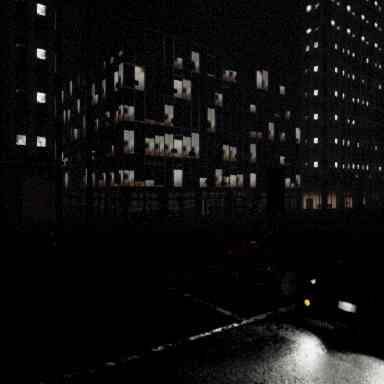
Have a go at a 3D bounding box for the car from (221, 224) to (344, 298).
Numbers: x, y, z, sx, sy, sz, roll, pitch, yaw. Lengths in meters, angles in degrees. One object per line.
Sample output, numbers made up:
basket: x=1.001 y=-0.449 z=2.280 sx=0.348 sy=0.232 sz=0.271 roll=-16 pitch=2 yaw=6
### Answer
car: x=2.756 y=1.545 z=8.530 sx=4.507 sy=1.381 sz=1.887 roll=0 pitch=0 yaw=-36

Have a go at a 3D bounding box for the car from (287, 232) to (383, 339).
car: x=3.978 y=1.565 z=6.219 sx=4.181 sy=1.385 sz=1.994 roll=0 pitch=0 yaw=-36
